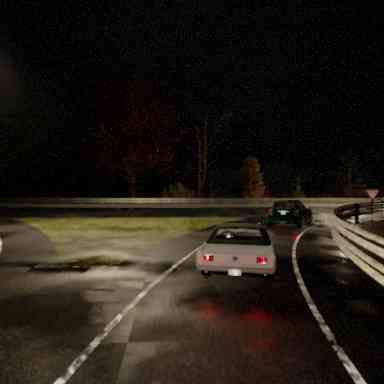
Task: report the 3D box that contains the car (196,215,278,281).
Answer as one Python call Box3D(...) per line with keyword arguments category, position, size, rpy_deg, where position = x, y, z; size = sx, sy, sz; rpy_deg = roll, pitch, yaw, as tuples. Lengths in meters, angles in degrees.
Box3D(category="car", position=(1.461, 1.576, 9.880), size=(1.895, 1.301, 4.718), rpy_deg=(0, 0, 12))

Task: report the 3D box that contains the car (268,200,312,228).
Box3D(category="car", position=(6.550, 1.313, 22.012), size=(2.097, 1.767, 4.553), rpy_deg=(0, 0, 29))
